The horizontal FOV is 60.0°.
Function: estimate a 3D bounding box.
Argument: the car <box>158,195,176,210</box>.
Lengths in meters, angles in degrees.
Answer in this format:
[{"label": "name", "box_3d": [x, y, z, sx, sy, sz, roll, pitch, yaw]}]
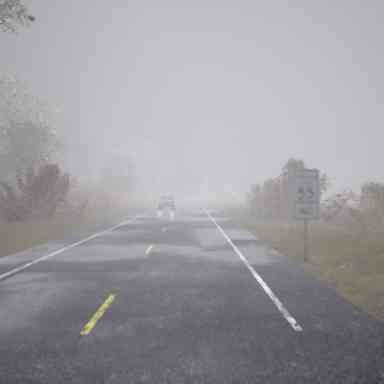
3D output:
[{"label": "car", "box_3d": [-3.457, 1.432, 47.089, 2.150, 2.045, 5.566, 0, 0, 0]}]
